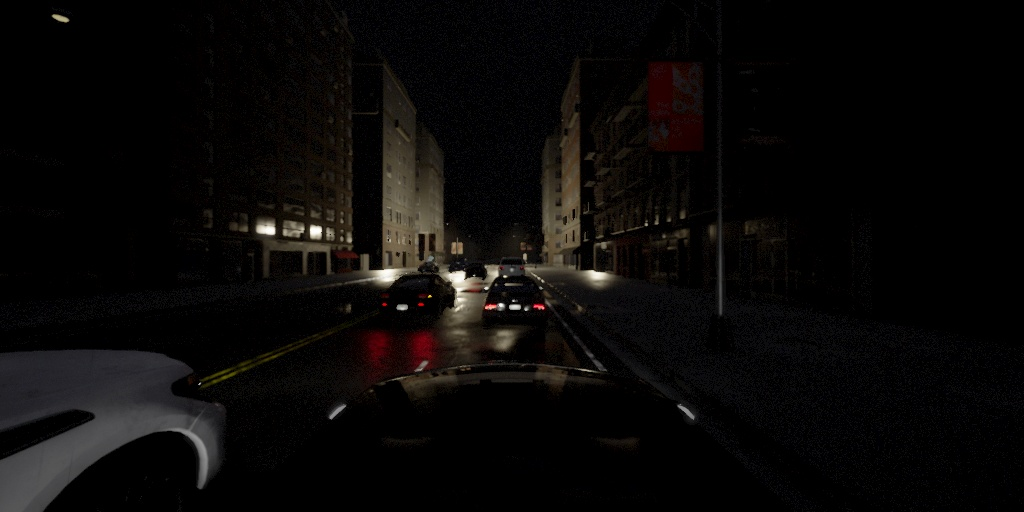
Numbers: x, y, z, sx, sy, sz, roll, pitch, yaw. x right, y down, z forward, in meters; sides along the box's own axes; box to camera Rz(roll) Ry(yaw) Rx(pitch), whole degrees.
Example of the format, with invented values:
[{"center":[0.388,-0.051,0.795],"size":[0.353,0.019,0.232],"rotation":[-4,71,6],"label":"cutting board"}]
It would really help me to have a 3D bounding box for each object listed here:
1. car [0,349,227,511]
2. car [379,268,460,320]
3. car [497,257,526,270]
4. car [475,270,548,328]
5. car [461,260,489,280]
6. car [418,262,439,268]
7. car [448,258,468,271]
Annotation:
[{"center":[-3.139,0.966,0.203],"size":[2.150,2.045,5.566],"rotation":[0,0,0],"label":"car"},{"center":[-3.198,1.329,12.716],"size":[1.812,1.442,4.674],"rotation":[0,0,0],"label":"car"},{"center":[-0.025,1.120,29.885],"size":[2.150,2.045,5.566],"rotation":[0,0,0],"label":"car"},{"center":[0.059,1.346,11.533],"size":[2.033,1.411,5.357],"rotation":[0,0,0],"label":"car"},{"center":[-3.292,1.423,33.417],"size":[1.837,1.490,4.892],"rotation":[0,0,0],"label":"car"},{"center":[-10.030,1.463,43.257],"size":[2.128,1.511,4.902],"rotation":[0,0,0],"label":"car"},{"center":[-6.792,1.211,46.384],"size":[2.150,2.045,5.566],"rotation":[0,0,0],"label":"car"}]
